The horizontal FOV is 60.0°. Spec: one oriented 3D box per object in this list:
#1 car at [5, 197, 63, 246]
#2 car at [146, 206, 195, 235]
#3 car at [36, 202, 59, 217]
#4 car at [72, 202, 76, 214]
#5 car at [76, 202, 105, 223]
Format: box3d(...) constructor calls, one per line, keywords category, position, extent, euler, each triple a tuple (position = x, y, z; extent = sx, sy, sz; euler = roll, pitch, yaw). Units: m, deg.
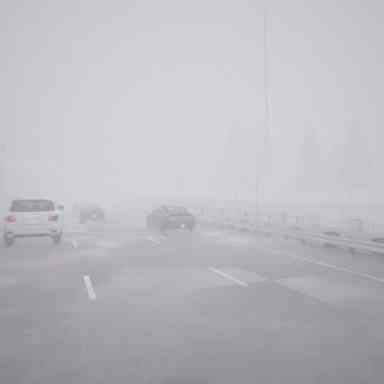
box3d(category="car", position=(-7.465, 1.268, 15.966), extent=(2.150, 2.045, 5.566), euler=(0, -1, -22))
box3d(category="car", position=(-1.387, 1.558, 19.609), extent=(2.128, 1.511, 4.902), euler=(0, 0, -22))
box3d(category="car", position=(-15.568, 1.811, 36.089), extent=(2.128, 1.511, 4.902), euler=(0, -1, -22))
box3d(category="car", position=(-13.645, 1.927, 40.683), extent=(2.033, 1.411, 5.357), euler=(0, -1, -22))
box3d(category="car", position=(-8.258, 1.699, 27.277), extent=(1.812, 1.442, 4.674), euler=(0, -1, -22))
